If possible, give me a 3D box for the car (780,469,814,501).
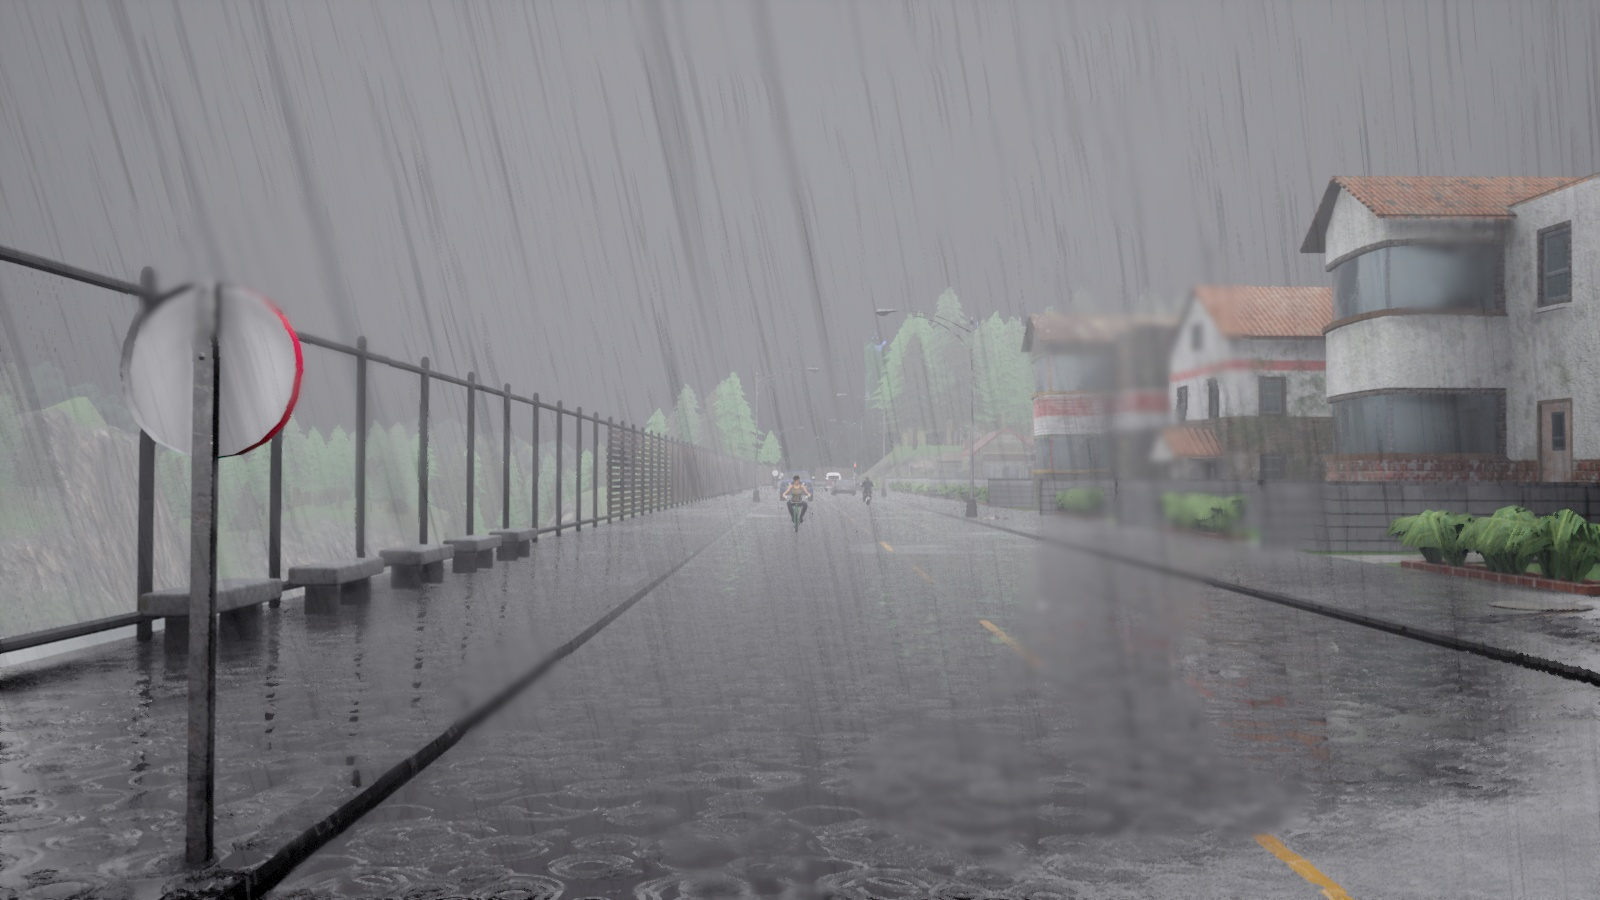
[{"bbox_3d":[-0.199,2.309,82.524,2.150,2.045,5.566,0,-2,0],"label":"car"}]

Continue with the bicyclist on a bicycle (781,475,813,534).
[{"bbox_3d":[-0.080,1.514,35.291,0.866,1.612,1.509,0,-1,0],"label":"bicyclist on a bicycle"}]
